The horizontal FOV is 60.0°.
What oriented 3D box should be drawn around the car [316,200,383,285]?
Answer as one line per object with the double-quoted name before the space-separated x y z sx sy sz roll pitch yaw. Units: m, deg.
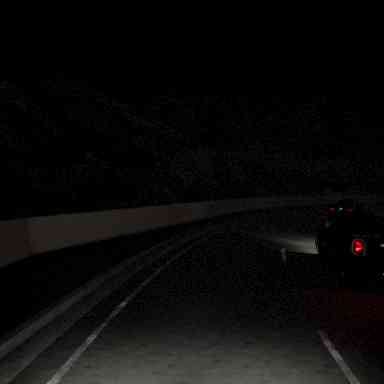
"car" 4.880 1.281 9.270 2.097 1.767 4.553 0 0 11
